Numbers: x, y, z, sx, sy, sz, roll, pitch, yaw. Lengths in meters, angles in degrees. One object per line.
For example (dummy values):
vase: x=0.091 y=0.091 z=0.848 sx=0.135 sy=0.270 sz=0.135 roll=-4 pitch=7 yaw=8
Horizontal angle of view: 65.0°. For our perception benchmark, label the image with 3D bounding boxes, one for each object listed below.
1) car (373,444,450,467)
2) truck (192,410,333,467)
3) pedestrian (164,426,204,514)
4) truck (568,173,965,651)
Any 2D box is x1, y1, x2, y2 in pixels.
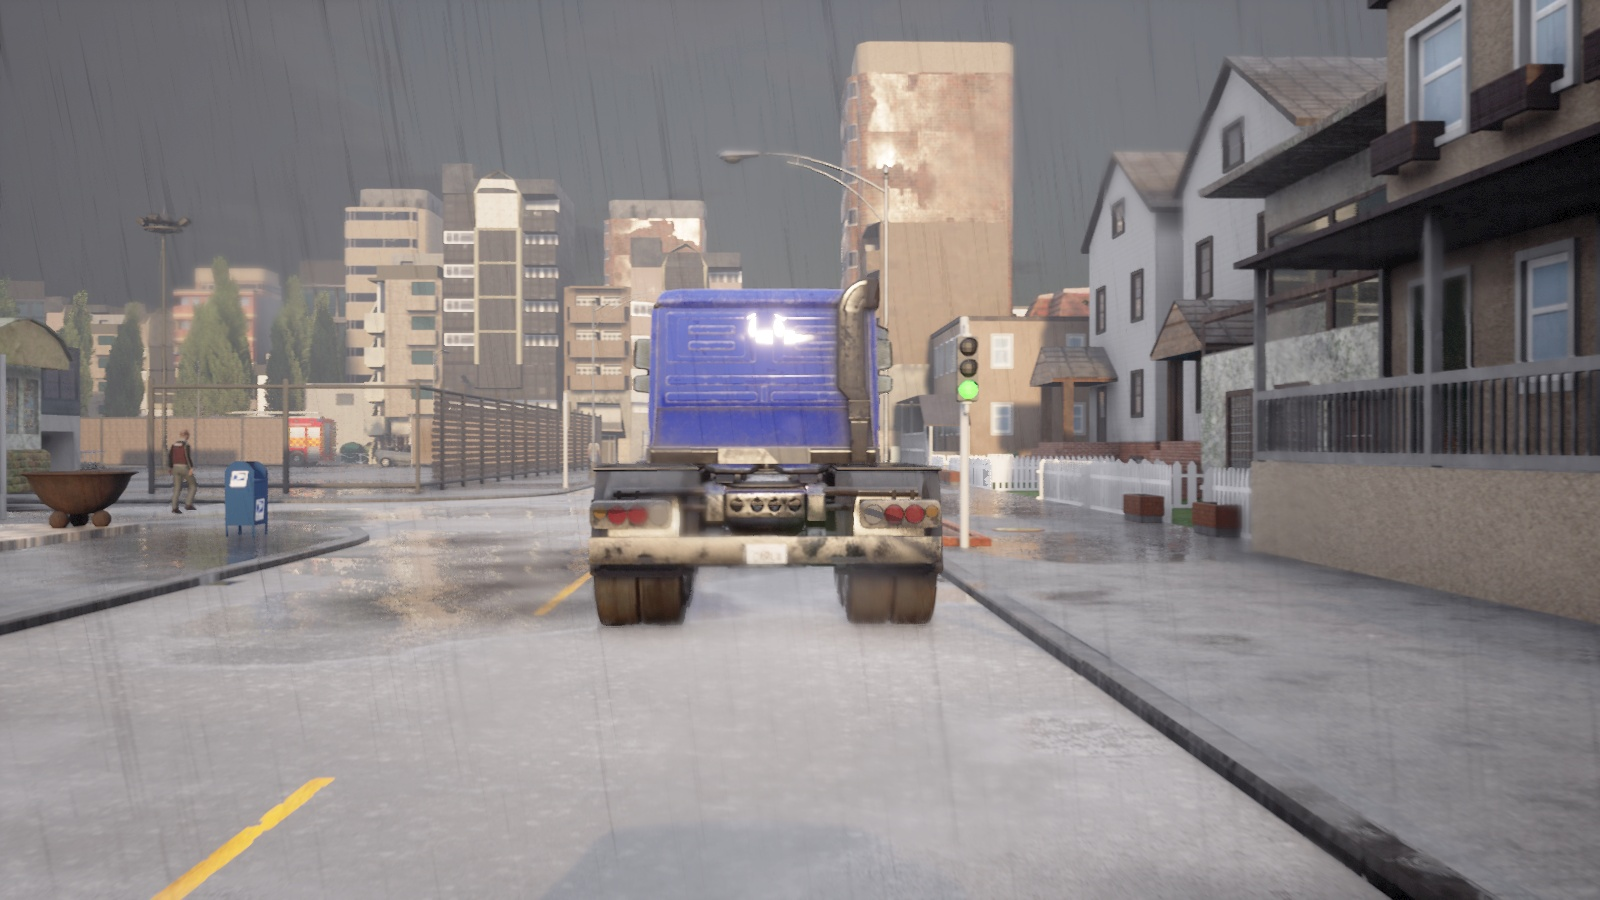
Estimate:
car: x=-25.742 y=0.338 z=83.355 sx=4.514 sy=1.525 sz=2.007 roll=0 pitch=0 yaw=-1
truck: x=-37.148 y=-0.796 z=87.006 sx=8.468 sy=3.827 sz=2.891 roll=0 pitch=0 yaw=-2
pedestrian: x=-13.163 y=0.419 z=26.862 sx=0.376 sy=1.854 sz=0.720 roll=0 pitch=0 yaw=17
truck: x=-0.359 y=-0.289 z=13.104 sx=2.891 sy=3.462 sz=7.936 roll=0 pitch=0 yaw=-2
